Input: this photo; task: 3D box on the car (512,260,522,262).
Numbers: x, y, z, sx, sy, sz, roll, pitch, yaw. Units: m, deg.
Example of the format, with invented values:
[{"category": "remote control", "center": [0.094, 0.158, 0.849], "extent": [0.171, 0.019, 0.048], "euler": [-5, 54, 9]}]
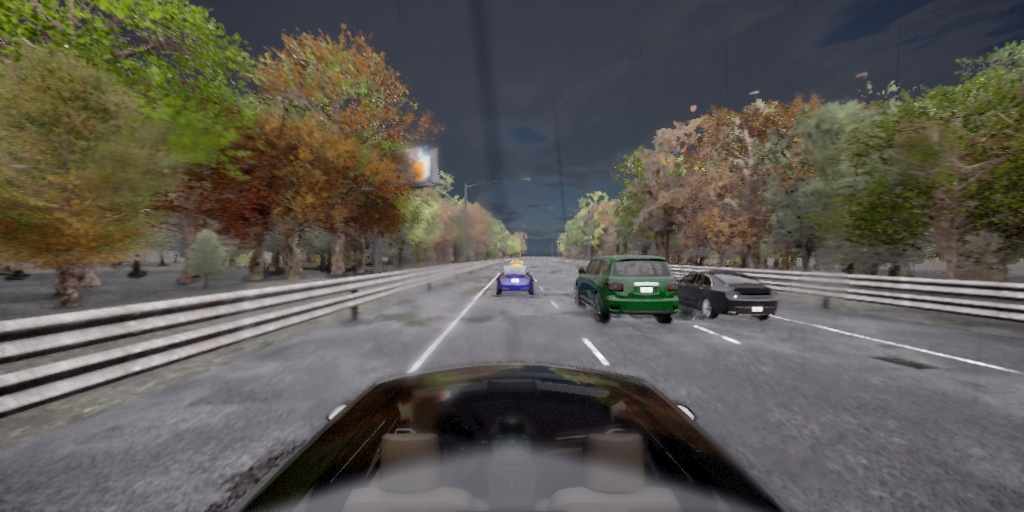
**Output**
[{"category": "car", "center": [0.756, 1.322, 54.716], "extent": [1.882, 1.535, 5.008], "euler": [0, 0, 1]}]

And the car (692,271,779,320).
[{"category": "car", "center": [7.124, 1.284, 12.811], "extent": [1.837, 1.490, 4.892], "euler": [0, 0, 0]}]

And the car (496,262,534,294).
[{"category": "car", "center": [0.179, 1.288, 20.491], "extent": [2.163, 1.488, 4.792], "euler": [0, 0, 1]}]

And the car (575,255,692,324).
[{"category": "car", "center": [3.609, 0.996, 12.239], "extent": [2.150, 2.045, 5.566], "euler": [0, 0, 0]}]
